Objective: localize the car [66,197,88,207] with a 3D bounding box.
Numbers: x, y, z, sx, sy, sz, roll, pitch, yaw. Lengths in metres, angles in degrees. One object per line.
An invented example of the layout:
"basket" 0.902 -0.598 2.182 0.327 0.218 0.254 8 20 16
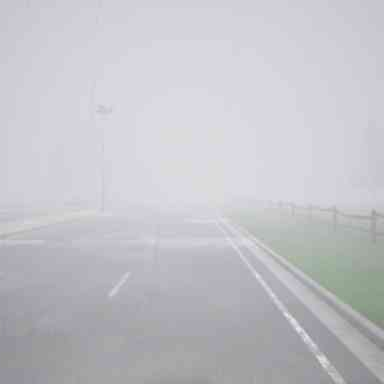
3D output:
"car" -18.038 1.544 52.540 2.033 1.411 5.357 0 0 2
